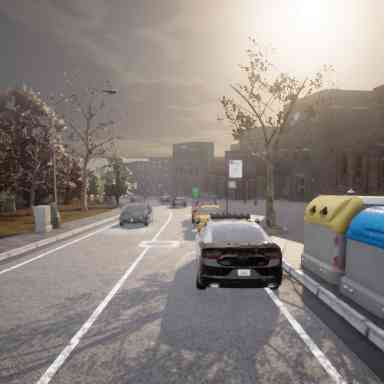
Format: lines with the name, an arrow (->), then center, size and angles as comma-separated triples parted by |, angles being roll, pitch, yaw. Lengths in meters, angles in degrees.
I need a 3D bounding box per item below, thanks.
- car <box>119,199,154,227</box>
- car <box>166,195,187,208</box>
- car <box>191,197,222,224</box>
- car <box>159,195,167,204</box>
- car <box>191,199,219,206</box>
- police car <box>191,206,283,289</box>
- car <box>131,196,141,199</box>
car -> -3.691, 1.462, 22.659 | 1.837, 1.490, 4.892 | 0, 0, -1
car -> -1.948, 1.384, 46.905 | 2.128, 1.511, 4.902 | -1, 0, -10
car -> 1.012, 1.300, 25.201 | 2.097, 1.767, 4.553 | 0, 0, -1
car -> -4.798, 1.386, 60.394 | 1.837, 1.490, 4.892 | -2, 0, -16
car -> 1.026, 1.419, 19.368 | 1.801, 1.575, 5.366 | 0, 0, 0
police car -> 1.039, 1.408, 9.241 | 1.930, 1.638, 5.238 | 0, 0, 0
car -> -11.973, 1.569, 71.302 | 2.033, 1.411, 5.357 | -2, 0, -19
